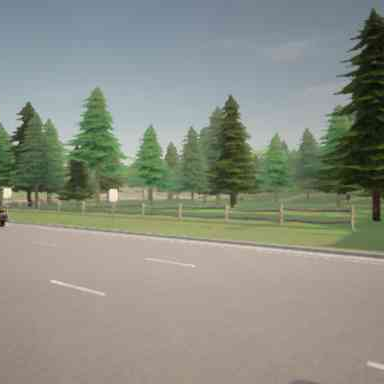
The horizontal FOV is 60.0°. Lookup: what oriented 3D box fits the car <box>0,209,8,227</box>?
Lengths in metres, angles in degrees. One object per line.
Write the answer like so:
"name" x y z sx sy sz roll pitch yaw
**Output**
"car" -14.673 1.650 23.016 4.902 1.511 2.128 0 0 35
